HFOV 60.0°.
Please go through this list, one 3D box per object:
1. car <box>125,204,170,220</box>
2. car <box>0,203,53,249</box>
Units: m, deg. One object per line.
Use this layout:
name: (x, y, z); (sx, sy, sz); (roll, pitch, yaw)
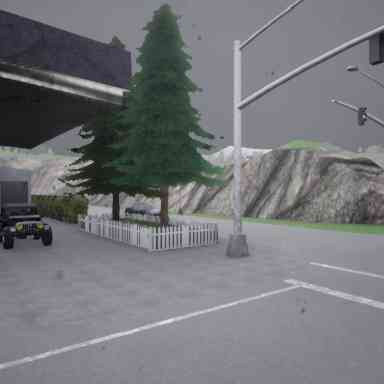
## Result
car: (-4.029, 1.739, 29.060); (2.033, 1.411, 5.357); (0, 0, -36)
car: (-8.041, 1.505, 15.808); (1.905, 1.878, 3.866); (0, 0, -37)
